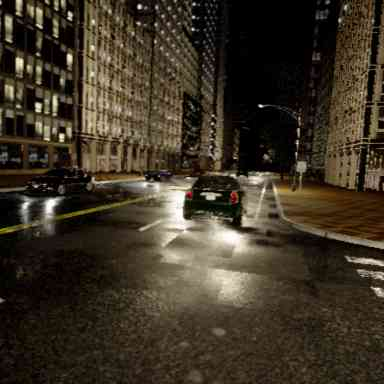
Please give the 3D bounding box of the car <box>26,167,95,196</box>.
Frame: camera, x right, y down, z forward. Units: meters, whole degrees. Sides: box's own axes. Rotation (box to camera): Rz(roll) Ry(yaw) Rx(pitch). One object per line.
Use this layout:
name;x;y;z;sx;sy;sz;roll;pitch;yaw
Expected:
car;-7.618;-0.693;19.762;1.837;1.490;4.892;4;5;13

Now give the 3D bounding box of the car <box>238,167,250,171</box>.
car;10.029;-3.799;65.504;2.150;2.045;5.566;4;5;13

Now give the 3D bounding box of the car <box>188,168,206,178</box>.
car;0.933;-3.189;55.683;1.882;1.535;5.008;4;5;13

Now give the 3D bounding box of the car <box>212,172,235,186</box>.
car;3.733;-1.563;38.865;1.895;1.301;4.718;4;5;13

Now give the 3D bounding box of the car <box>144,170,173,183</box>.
car;-3.609;-1.781;36.775;1.895;1.301;4.718;4;5;13

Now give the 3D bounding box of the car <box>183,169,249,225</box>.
car;1.144;0.108;13.604;2.097;1.767;4.553;4;4;13
